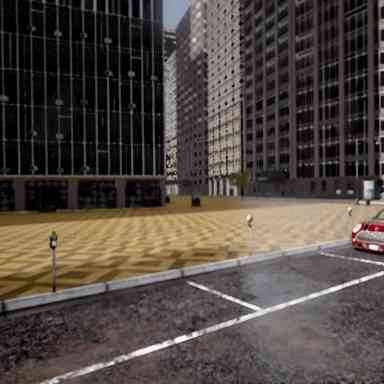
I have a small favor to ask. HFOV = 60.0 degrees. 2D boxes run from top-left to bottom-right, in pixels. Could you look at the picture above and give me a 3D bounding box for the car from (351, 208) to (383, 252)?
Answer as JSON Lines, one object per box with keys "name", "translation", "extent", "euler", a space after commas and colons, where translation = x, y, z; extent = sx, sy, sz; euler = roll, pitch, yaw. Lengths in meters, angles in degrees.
{"name": "car", "translation": [7.484, 1.227, 11.890], "extent": [4.097, 1.590, 1.967], "euler": [-1, 1, -35]}
